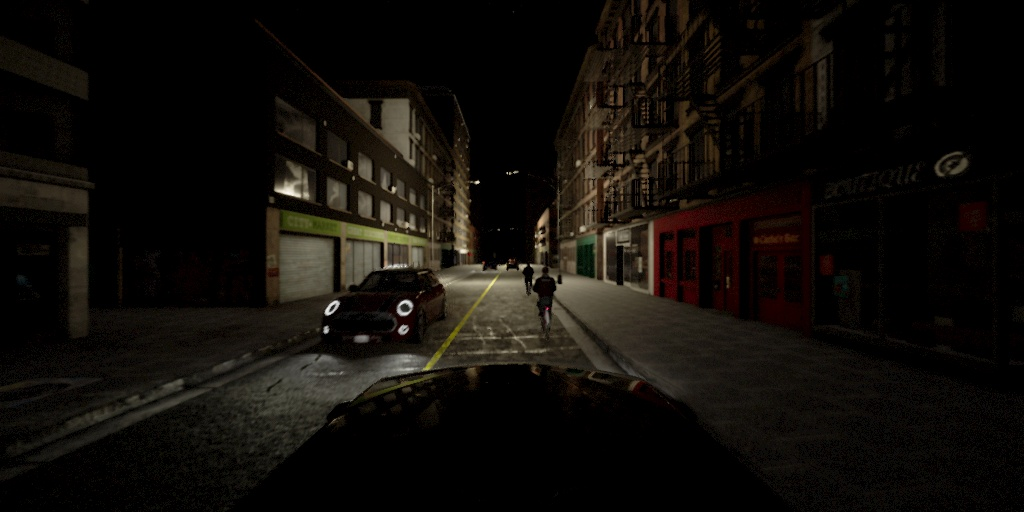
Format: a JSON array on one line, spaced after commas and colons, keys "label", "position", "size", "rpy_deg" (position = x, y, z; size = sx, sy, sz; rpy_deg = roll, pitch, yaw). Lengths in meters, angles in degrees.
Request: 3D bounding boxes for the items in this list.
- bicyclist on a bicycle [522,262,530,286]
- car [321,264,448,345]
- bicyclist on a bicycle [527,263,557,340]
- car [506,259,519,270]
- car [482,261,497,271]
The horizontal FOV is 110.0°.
[{"label": "bicyclist on a bicycle", "position": [0.828, 1.158, 18.105], "size": [0.659, 1.776, 1.843], "rpy_deg": [0, 0, 0]}, {"label": "car", "position": [-3.099, 1.120, 9.629], "size": [2.097, 1.767, 4.553], "rpy_deg": [0, 0, 0]}, {"label": "bicyclist on a bicycle", "position": [0.827, 1.138, 9.104], "size": [0.659, 1.776, 1.843], "rpy_deg": [0, 0, 0]}, {"label": "car", "position": [0.108, 1.412, 55.263], "size": [2.033, 1.411, 5.357], "rpy_deg": [0, 0, 0]}, {"label": "car", "position": [-3.075, 1.382, 50.313], "size": [1.812, 1.442, 4.674], "rpy_deg": [0, 0, 0]}]
